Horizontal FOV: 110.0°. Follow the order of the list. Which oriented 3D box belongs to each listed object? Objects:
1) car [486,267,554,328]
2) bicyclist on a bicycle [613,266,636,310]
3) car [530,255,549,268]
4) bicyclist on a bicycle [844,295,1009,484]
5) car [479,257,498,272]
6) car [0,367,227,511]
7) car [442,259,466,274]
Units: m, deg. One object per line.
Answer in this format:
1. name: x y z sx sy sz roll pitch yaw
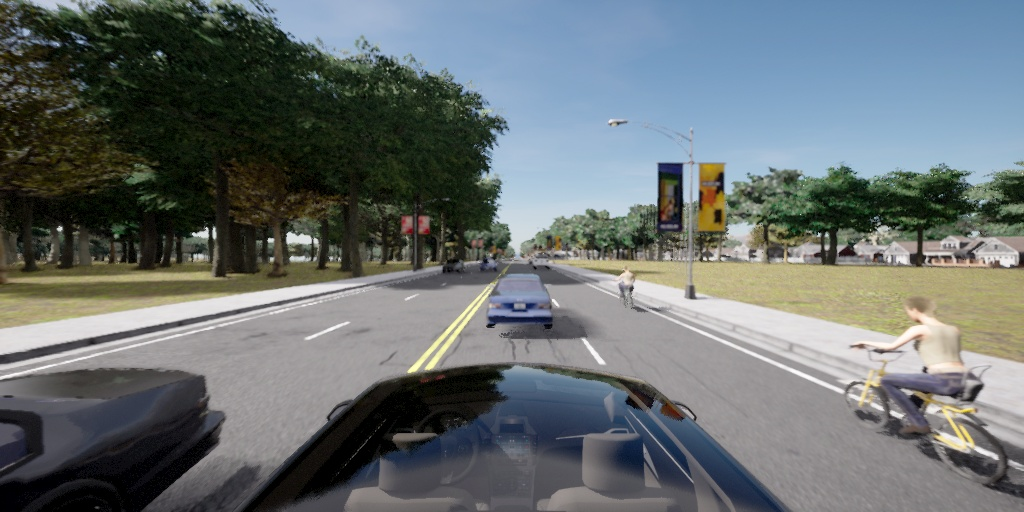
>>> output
1. car: 0.226 1.261 11.274 2.033 1.411 5.357 0 0 1
2. bicyclist on a bicycle: 4.285 1.168 13.477 0.866 1.612 1.509 0 0 1
3. car: 4.158 0.825 52.236 2.150 2.045 5.566 0 0 1
4. bicyclist on a bicycle: 4.123 1.205 3.709 0.866 1.612 1.509 0 0 1
5. car: -2.701 1.113 42.314 1.812 1.442 4.674 0 0 1
6. car: -3.403 1.280 0.661 2.033 1.411 5.357 0 0 1
7. car: -6.031 1.087 37.494 1.837 1.490 4.892 0 0 1
